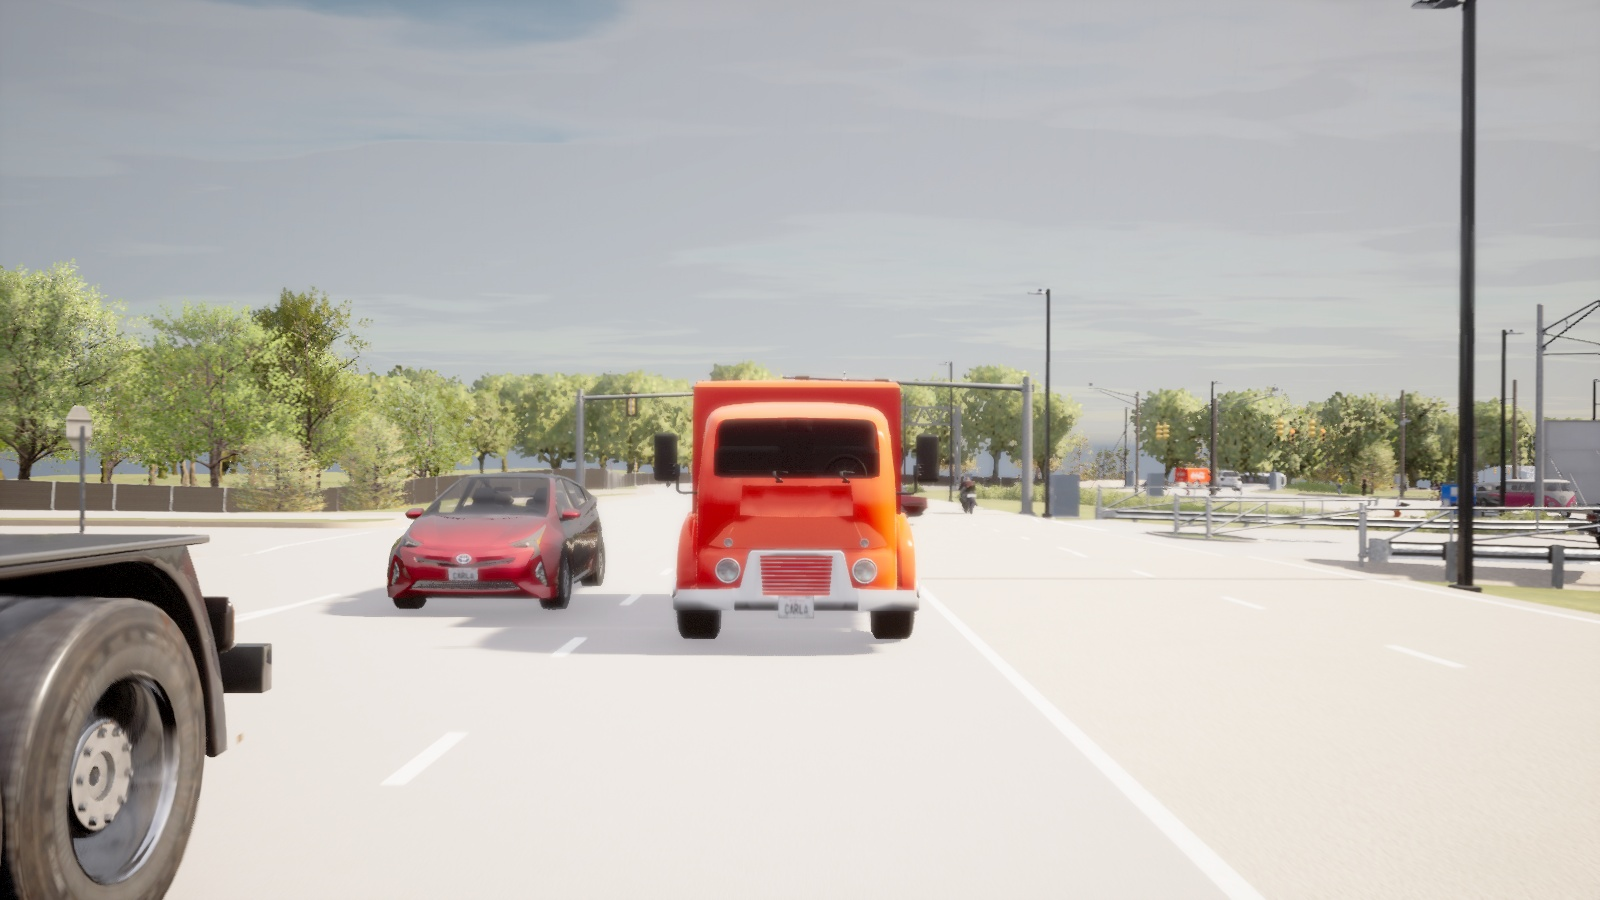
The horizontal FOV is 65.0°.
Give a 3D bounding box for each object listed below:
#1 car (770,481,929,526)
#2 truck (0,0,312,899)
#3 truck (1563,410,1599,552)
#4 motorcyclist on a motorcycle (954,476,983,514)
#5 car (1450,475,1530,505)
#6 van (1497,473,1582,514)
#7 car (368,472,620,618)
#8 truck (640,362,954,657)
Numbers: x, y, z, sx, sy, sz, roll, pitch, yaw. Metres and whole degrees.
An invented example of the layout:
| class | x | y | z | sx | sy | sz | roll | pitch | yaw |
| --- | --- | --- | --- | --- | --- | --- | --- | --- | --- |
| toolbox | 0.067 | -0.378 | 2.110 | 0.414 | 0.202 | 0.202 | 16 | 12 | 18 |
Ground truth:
| class | x | y | z | sx | sy | sz | roll | pitch | yaw |
| --- | --- | --- | --- | --- | --- | --- | --- | --- | --- |
| car | 1.454 | 1.608 | 38.267 | 4.718 | 1.301 | 1.895 | 0 | -1 | -1 |
| truck | -3.507 | -0.131 | 1.344 | 2.891 | 3.462 | 7.936 | 0 | -1 | 0 |
| truck | 23.428 | 0.806 | 30.620 | 7.936 | 3.462 | 2.891 | 1 | -1 | -1 |
| motorcyclist on a motorcycle | 6.882 | 1.826 | 51.397 | 0.866 | 1.530 | 2.191 | 0 | -1 | 0 |
| car | 41.495 | 2.379 | 75.656 | 2.242 | 1.667 | 4.611 | 0 | -1 | 0 |
| van | 37.958 | 2.189 | 64.590 | 1.775 | 1.987 | 4.442 | 0 | -1 | 0 |
| car | -3.538 | 1.034 | 15.445 | 2.007 | 1.525 | 4.514 | 0 | -1 | 0 |
| truck | -0.034 | 0.550 | 13.148 | 2.627 | 2.467 | 5.204 | 0 | -1 | 0 |
